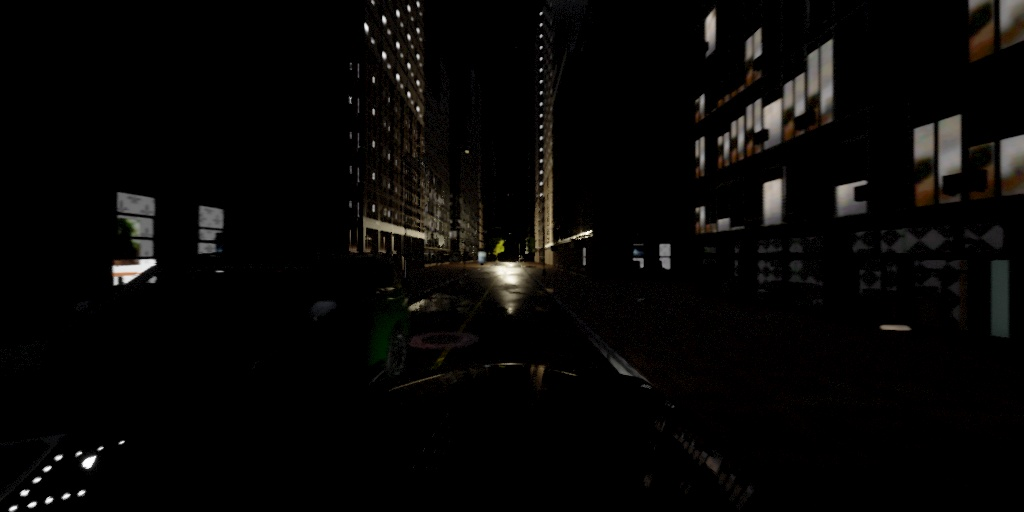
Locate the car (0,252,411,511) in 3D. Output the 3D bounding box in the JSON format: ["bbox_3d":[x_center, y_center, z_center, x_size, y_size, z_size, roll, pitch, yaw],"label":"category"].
[{"bbox_3d":[-2.835,0.971,4.117,2.150,2.045,5.566,0,0,0],"label":"car"}]
